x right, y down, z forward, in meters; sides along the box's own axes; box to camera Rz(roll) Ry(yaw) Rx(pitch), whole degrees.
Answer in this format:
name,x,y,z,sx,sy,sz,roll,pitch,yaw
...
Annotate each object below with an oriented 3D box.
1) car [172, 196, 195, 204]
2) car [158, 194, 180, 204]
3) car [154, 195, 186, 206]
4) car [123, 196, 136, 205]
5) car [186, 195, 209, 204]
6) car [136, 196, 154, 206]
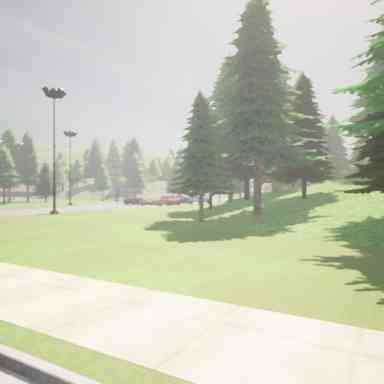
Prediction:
name,x,y,z,sx,sy,sz,roll,pitch,yaw
car,-1.553,1.557,65.351,2.033,1.411,5.357,0,0,31
car,-4.571,1.363,67.123,2.097,1.767,4.553,0,0,31
car,-3.599,1.361,55.014,2.097,1.767,4.553,0,0,31
car,-9.843,1.503,58.222,2.128,1.511,4.902,0,0,32
car,1.465,1.229,63.579,2.150,2.045,5.566,0,0,31
car,-6.812,1.611,56.467,1.895,1.301,4.718,0,0,31
